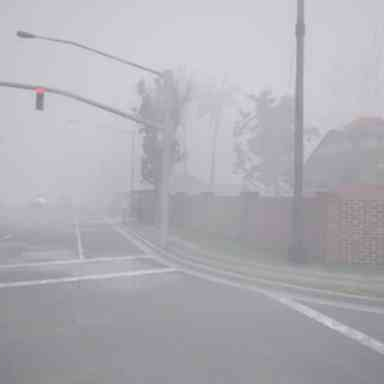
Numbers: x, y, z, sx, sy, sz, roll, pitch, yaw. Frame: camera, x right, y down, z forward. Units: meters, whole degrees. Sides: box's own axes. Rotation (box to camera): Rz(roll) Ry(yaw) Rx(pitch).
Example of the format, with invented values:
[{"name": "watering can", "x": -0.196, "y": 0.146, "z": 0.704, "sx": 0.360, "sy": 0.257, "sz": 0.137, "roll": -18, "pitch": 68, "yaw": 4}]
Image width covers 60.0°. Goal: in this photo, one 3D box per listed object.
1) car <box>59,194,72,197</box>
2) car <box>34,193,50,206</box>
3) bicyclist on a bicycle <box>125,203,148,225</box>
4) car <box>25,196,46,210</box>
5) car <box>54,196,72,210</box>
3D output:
[{"name": "car", "x": -22.756, "y": 1.334, "z": 59.327, "sx": 2.150, "sy": 2.045, "sz": 5.566, "roll": 2, "pitch": 0, "yaw": -20}, {"name": "car", "x": -24.853, "y": 1.250, "z": 54.826, "sx": 2.150, "sy": 2.045, "sz": 5.566, "roll": 2, "pitch": 0, "yaw": -20}, {"name": "bicyclist on a bicycle", "x": -4.070, "y": 1.661, "z": 24.497, "sx": 1.656, "sy": 1.620, "sz": 0.582, "roll": 1, "pitch": -1, "yaw": -20}, {"name": "car", "x": -21.385, "y": 1.672, "z": 45.153, "sx": 1.895, "sy": 1.301, "sz": 4.718, "roll": 2, "pitch": 0, "yaw": -20}, {"name": "car", "x": -18.395, "y": 1.691, "z": 47.189, "sx": 1.812, "sy": 1.442, "sz": 4.674, "roll": 2, "pitch": 0, "yaw": -20}]
